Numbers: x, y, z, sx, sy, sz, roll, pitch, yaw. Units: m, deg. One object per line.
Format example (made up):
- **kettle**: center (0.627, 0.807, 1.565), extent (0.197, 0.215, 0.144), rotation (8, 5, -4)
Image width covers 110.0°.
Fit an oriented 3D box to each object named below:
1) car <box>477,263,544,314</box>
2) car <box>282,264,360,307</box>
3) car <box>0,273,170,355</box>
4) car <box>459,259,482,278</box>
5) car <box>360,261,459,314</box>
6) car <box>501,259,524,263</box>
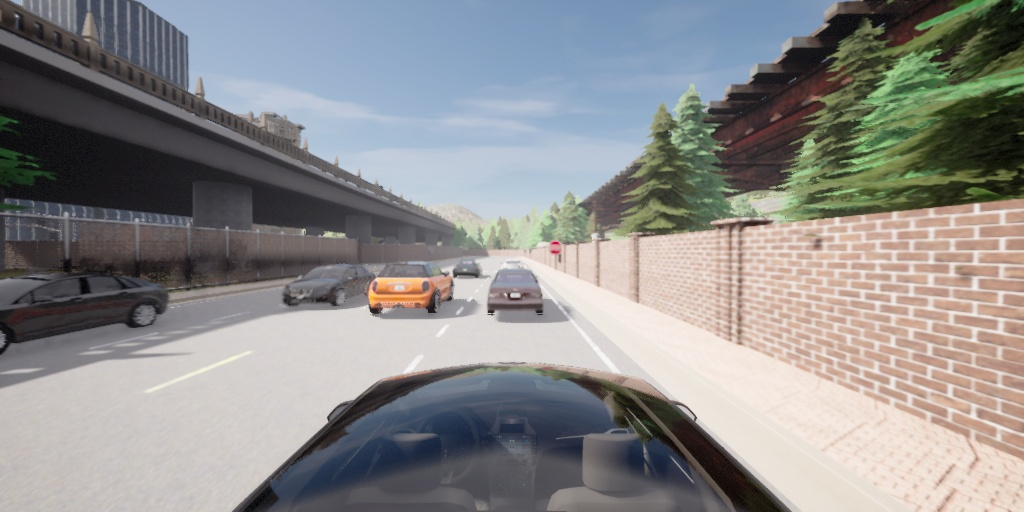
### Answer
- **car**: center (0.095, 1.146, 12.869), extent (2.033, 1.411, 5.357), rotation (0, 1, 0)
- **car**: center (-7.118, 1.087, 14.472), extent (1.837, 1.490, 4.892), rotation (0, 1, 0)
- **car**: center (-10.610, 1.176, 8.083), extent (1.837, 1.490, 4.892), rotation (0, 1, 0)
- **car**: center (-3.446, 0.956, 28.261), extent (1.994, 1.385, 4.181), rotation (0, 1, 0)
- **car**: center (-3.426, 0.951, 13.049), extent (2.097, 1.767, 4.553), rotation (0, 1, 0)
- **car**: center (0.059, 0.918, 28.083), extent (1.812, 1.442, 4.674), rotation (0, 1, 0)
